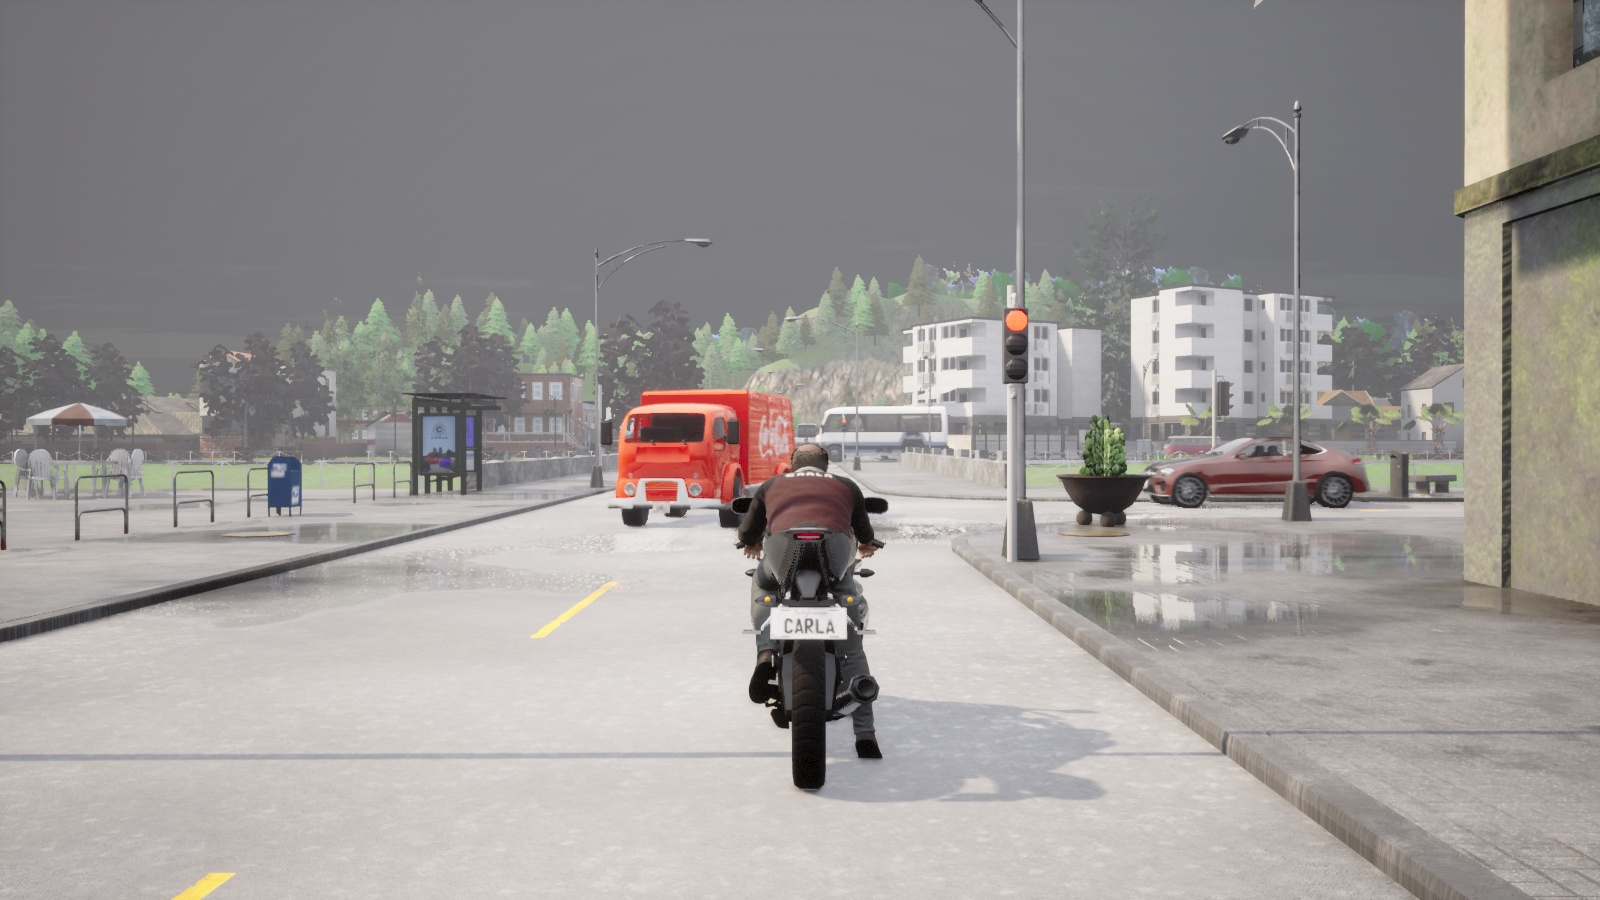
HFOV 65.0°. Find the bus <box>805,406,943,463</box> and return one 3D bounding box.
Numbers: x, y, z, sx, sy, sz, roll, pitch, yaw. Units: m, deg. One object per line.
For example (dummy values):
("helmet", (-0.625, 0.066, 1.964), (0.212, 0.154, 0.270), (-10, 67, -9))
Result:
("bus", (5.710, -1.165, 95.632), (10.273, 4.253, 3.944), (0, 0, 6))

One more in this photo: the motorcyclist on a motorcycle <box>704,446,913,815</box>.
("motorcyclist on a motorcycle", (0.047, 0.746, 6.323), (0.866, 1.530, 2.191), (0, 0, 1))

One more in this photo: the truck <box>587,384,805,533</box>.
("truck", (-1.764, 0.125, 23.599), (2.627, 2.467, 5.204), (0, 0, 13))

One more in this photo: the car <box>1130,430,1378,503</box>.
("car", (10.511, 0.368, 29.399), (5.027, 1.651, 2.152), (0, 0, 0))
